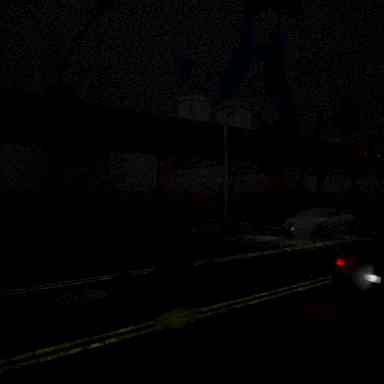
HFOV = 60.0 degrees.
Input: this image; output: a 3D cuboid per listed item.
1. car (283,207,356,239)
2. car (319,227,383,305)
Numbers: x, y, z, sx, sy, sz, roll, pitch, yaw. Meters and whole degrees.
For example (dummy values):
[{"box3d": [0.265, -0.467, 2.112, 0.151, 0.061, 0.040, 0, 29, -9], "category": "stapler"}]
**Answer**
[{"box3d": [6.786, 1.526, 17.440, 4.674, 1.442, 1.812, 0, 0, -36], "category": "car"}, {"box3d": [4.967, 1.564, 7.317, 4.181, 1.385, 1.994, 0, 0, -35], "category": "car"}]
